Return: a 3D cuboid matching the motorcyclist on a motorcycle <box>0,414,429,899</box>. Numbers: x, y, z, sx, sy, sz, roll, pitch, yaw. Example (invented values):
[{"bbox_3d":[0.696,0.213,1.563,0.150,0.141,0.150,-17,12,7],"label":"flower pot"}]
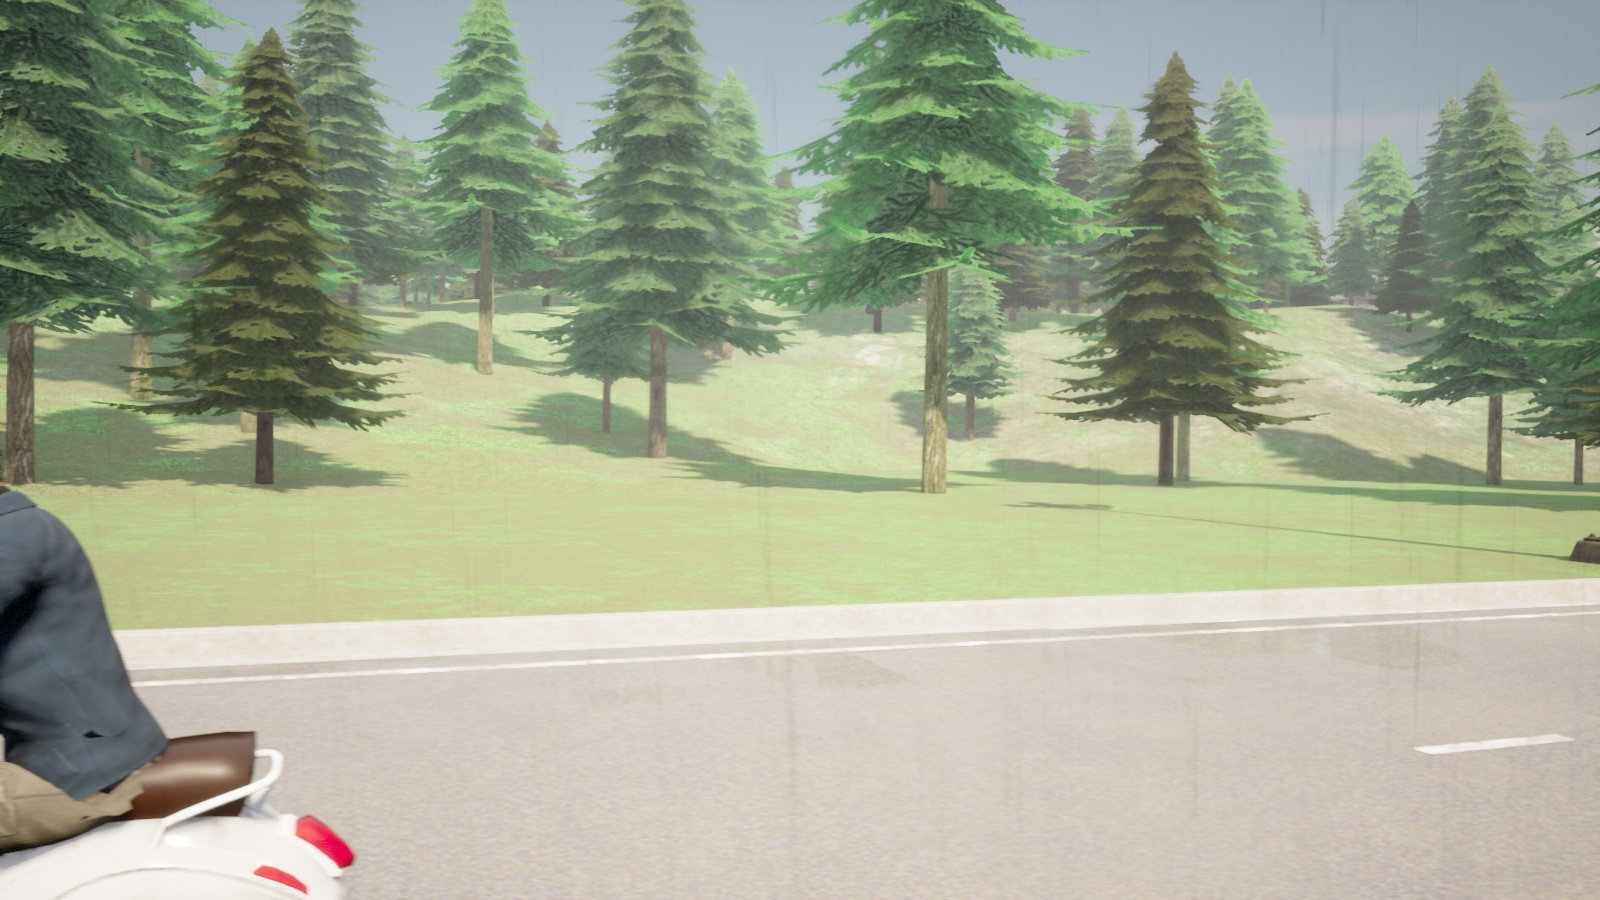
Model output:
[{"bbox_3d":[-1.741,0.728,2.576,1.817,1.590,0.866,-1,1,-21],"label":"motorcyclist on a motorcycle"}]
